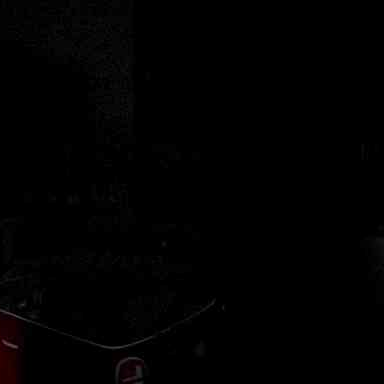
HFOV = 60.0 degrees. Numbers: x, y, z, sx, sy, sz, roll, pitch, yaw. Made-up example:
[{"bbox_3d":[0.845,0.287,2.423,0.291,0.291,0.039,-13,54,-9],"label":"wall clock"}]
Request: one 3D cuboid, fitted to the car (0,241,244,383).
[{"bbox_3d":[-1.550,1.442,4.048,4.097,1.590,1.967,0,0,35],"label":"car"}]
